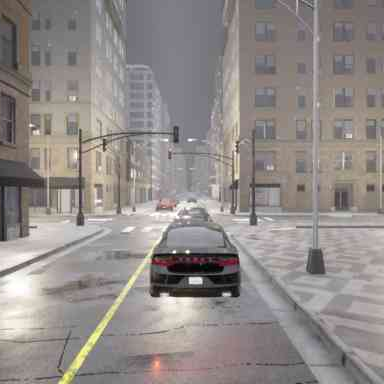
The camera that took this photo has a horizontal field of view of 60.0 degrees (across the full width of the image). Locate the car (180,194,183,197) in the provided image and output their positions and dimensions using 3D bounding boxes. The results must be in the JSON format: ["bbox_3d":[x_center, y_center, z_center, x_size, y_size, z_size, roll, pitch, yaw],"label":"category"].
[{"bbox_3d":[-3.155,1.500,59.667,1.837,1.490,4.892,0,0,0],"label":"car"}]

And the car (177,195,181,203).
[{"bbox_3d":[-3.139,1.543,49.492,2.033,1.411,5.357,0,0,0],"label":"car"}]

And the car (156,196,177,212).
[{"bbox_3d":[-3.156,1.474,39.761,1.882,1.535,5.008,0,0,-1],"label":"car"}]

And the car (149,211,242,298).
[{"bbox_3d":[0.063,1.477,8.582,1.882,1.535,5.008,0,0,0],"label":"car"}]

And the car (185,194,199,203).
[{"bbox_3d":[-0.016,1.596,68.091,1.895,1.301,4.718,0,0,0],"label":"car"}]

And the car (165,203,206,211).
[{"bbox_3d":[0.081,1.546,18.392,2.033,1.411,5.357,0,0,6],"label":"car"}]
